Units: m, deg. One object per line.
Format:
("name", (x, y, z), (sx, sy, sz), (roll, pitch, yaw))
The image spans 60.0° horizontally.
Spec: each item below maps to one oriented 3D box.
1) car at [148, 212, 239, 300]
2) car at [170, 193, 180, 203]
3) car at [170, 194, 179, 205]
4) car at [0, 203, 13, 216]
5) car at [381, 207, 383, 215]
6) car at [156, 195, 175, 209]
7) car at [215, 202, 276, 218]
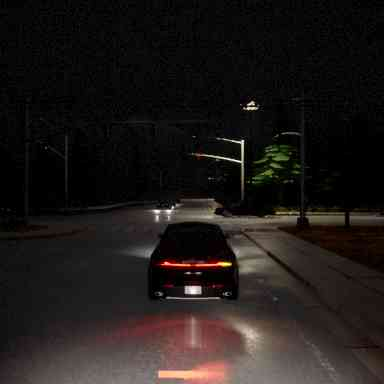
("car", (0.039, 1.501, 8.375), (1.837, 1.490, 4.892), (0, 0, 0))
("car", (-3.507, 1.221, 65.395), (2.150, 2.045, 5.566), (0, 0, 1))
("car", (-3.642, 1.547, 54.764), (2.033, 1.411, 5.357), (0, 0, 0))
("car", (-18.593, 1.591, 30.088), (4.181, 1.385, 1.994), (0, 0, 1))
("car", (19.484, 1.504, 29.444), (5.008, 1.535, 1.882), (0, 0, 1))
("car", (-3.647, 1.505, 44.317), (1.837, 1.490, 4.892), (0, 0, 0))
("car", (4.689, 1.569, 29.733), (5.357, 1.411, 2.033), (0, 0, 2))
